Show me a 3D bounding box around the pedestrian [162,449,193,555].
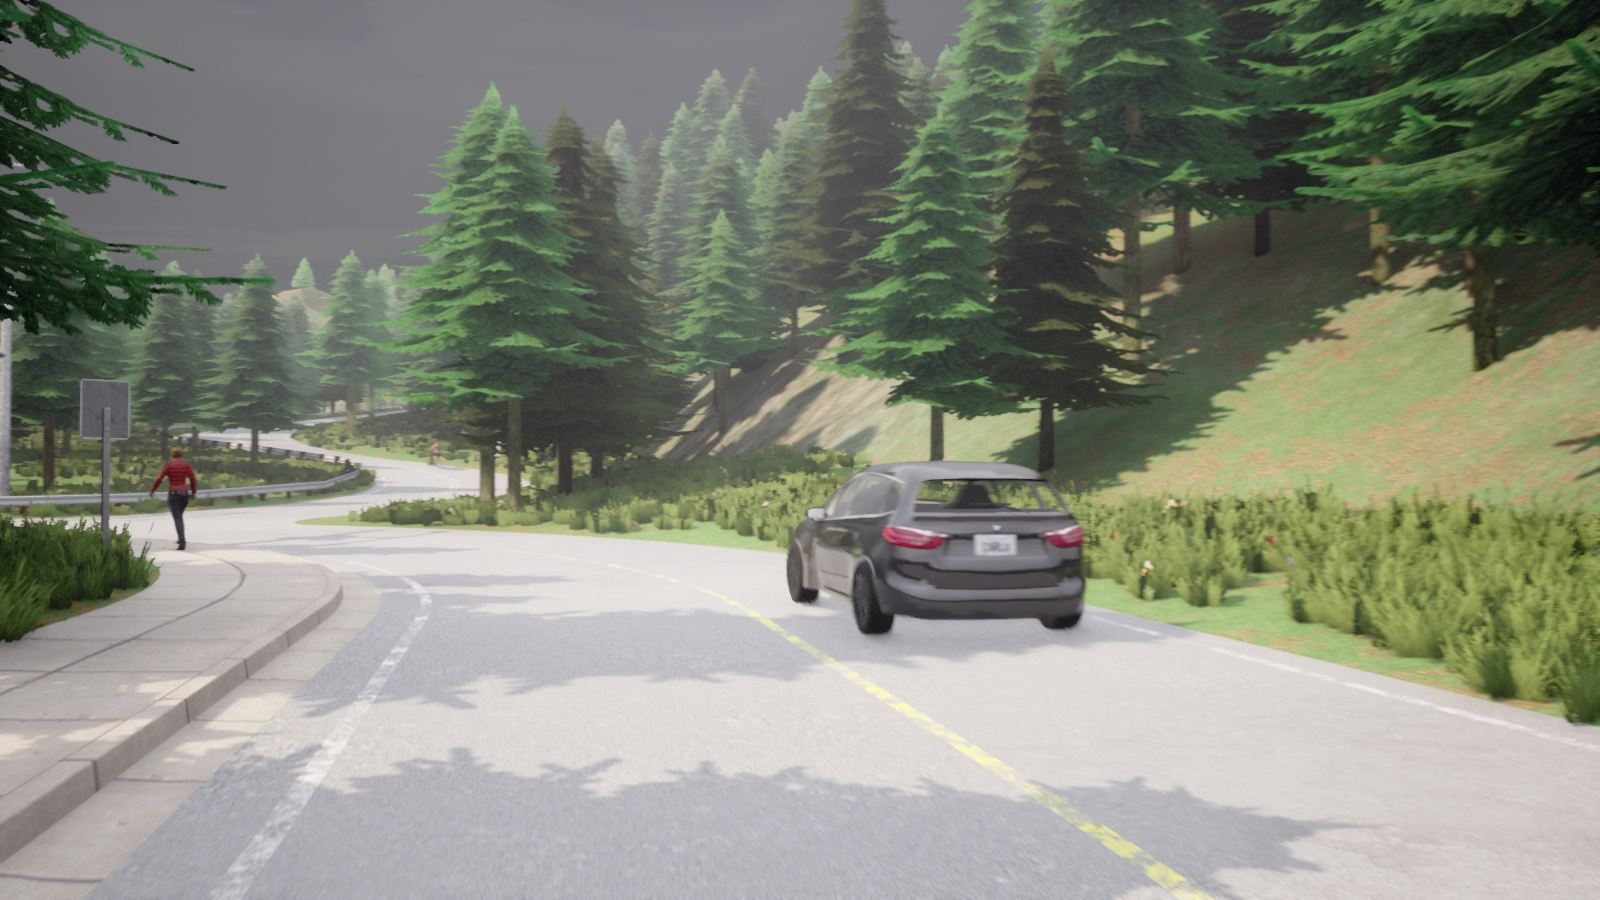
[{"bbox_3d":[-10.976,0.908,22.141,0.331,1.846,0.636,1,-1,-42],"label":"pedestrian"}]

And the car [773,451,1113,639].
[{"bbox_3d":[1.280,0.881,13.647,2.242,1.667,4.611,0,-1,-13],"label":"car"}]
